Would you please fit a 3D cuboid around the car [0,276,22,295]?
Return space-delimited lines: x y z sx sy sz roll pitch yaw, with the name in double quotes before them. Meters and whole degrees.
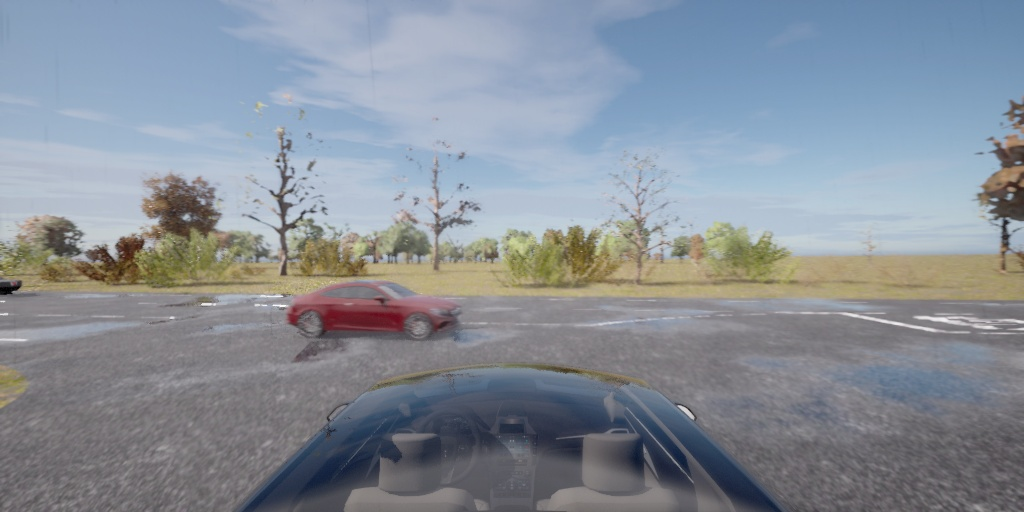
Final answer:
"car" -30.579 1.614 20.004 4.718 1.301 1.895 0 -1 7

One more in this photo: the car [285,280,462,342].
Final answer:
"car" -3.704 1.389 9.788 4.674 1.442 1.812 0 -1 7
